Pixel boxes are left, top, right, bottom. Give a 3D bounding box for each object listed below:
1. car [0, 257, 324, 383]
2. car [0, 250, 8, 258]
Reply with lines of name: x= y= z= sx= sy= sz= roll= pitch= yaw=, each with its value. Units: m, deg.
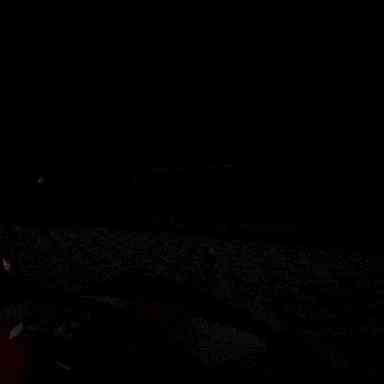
car: x=-0.814 y=1.595 z=3.539 sx=4.206 sy=1.307 sz=1.802 roll=0 pitch=0 yaw=35
car: x=-5.404 y=1.482 z=6.811 sx=4.097 sy=1.590 sz=1.967 roll=0 pitch=0 yaw=35
